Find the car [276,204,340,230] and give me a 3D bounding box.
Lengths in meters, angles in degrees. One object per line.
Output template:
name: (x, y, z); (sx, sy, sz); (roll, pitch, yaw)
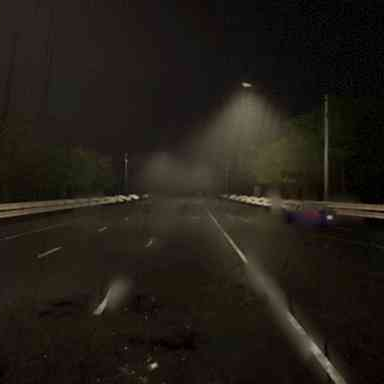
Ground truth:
car: (7.243, 1.470, 21.232); (2.163, 1.488, 4.792); (0, 0, -15)
